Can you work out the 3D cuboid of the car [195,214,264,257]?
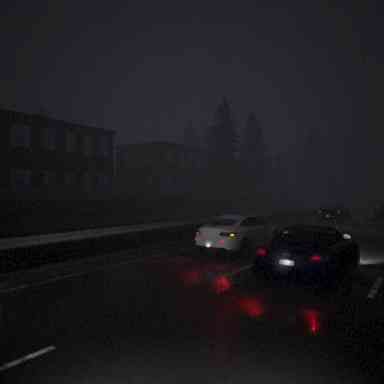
[{"bbox_3d":[1.894,1.595,13.385,1.812,1.442,4.674,0,0,35],"label":"car"}]

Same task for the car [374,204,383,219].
[{"bbox_3d":[17.627,1.717,29.816,1.994,1.385,4.181,0,0,35],"label":"car"}]

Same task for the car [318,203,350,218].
[{"bbox_3d":[11.844,1.668,27.653,1.812,1.442,4.674,0,0,35],"label":"car"}]

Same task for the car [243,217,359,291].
[{"bbox_3d":[3.340,1.613,9.342,1.994,1.385,4.181,0,0,35],"label":"car"}]
